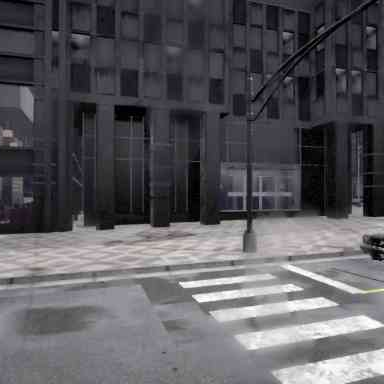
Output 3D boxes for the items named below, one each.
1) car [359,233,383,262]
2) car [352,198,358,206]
[{"bbox_3d":[7.512,1.469,9.967,4.718,1.301,1.895,-1,0,-16],"label":"car"},{"bbox_3d":[22.513,1.327,49.276,1.994,1.385,4.181,0,-1,-16],"label":"car"}]
